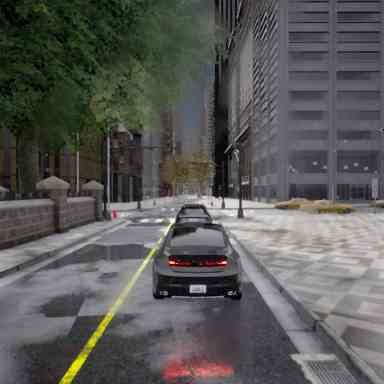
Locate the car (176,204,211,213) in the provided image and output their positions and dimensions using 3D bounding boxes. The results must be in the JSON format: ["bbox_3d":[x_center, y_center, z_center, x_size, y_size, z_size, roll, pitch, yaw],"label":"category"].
[{"bbox_3d":[0.094,1.439,18.565,2.033,1.649,4.856,0,0,0],"label":"car"}]

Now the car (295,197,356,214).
[{"bbox_3d":[12.399,1.339,30.496,4.829,1.417,1.752,-1,1,0],"label":"car"}]

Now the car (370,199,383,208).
[{"bbox_3d":[23.436,1.142,38.962,4.829,1.417,1.752,-1,1,0],"label":"car"}]

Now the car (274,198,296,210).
[{"bbox_3d":[12.095,1.327,39.022,4.829,1.417,1.752,-1,1,0],"label":"car"}]

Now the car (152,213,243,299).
[{"bbox_3d":[0.111,1.507,8.435,1.837,1.490,4.892,0,0,0],"label":"car"}]
